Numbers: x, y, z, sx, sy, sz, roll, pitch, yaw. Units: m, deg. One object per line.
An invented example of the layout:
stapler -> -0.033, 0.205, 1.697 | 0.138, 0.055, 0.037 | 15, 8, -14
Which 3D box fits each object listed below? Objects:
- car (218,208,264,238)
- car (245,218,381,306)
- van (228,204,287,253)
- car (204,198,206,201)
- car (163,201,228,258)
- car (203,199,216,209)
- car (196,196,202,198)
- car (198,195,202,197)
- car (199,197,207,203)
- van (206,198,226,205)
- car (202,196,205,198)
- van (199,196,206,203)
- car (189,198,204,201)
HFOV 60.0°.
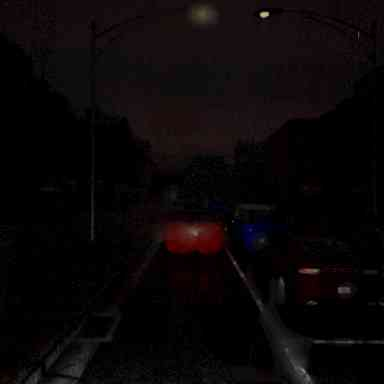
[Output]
car -> 2.672, 1.666, 19.104 | 1.947, 1.339, 4.313 | 1, 0, 0
car -> 2.657, 1.587, 8.023 | 1.887, 1.381, 4.507 | 1, 0, 0
van -> 2.667, 1.412, 13.564 | 1.690, 1.788, 3.998 | 1, 0, 0
car -> 2.701, 1.754, 41.436 | 1.752, 1.417, 4.829 | 1, 0, 0
car -> 0.046, 1.421, 13.265 | 2.097, 1.767, 4.553 | 0, 0, 0
car -> 2.716, 1.843, 52.347 | 1.887, 1.381, 4.507 | 1, 0, 0
car -> 0.172, 1.821, 51.973 | 1.812, 1.442, 4.674 | 0, 0, 0
car -> 2.753, 2.018, 79.362 | 1.752, 1.417, 4.829 | 1, 0, 0
car -> 2.761, 1.975, 84.696 | 1.967, 1.590, 4.097 | 1, 0, 0
van -> 2.696, 1.534, 35.726 | 1.690, 1.788, 3.998 | 1, 0, 0
car -> 2.710, 1.702, 46.807 | 1.967, 1.590, 4.097 | 1, 0, 0
van -> 2.769, 1.921, 90.200 | 1.690, 1.788, 3.998 | 1, 0, 0
car -> 0.150, 1.711, 38.174 | 1.837, 1.490, 4.892 | 0, -1, 0
